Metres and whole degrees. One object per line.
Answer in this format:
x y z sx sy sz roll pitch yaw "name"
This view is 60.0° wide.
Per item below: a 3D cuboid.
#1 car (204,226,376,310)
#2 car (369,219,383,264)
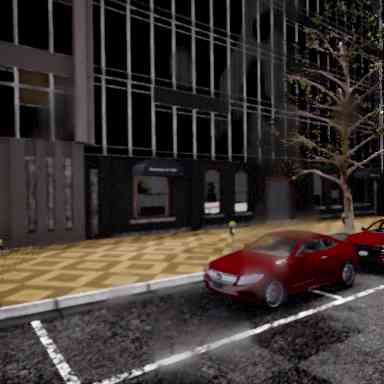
2.217 1.575 7.696 4.206 1.307 1.802 0 -1 -36 "car"
6.814 1.532 10.980 4.507 1.381 1.887 0 -1 -36 "car"
